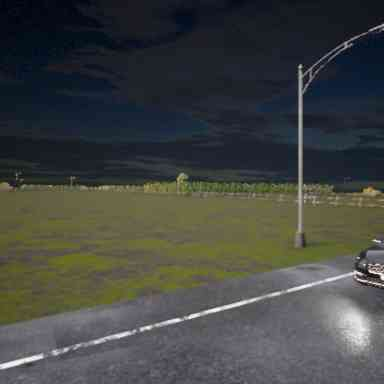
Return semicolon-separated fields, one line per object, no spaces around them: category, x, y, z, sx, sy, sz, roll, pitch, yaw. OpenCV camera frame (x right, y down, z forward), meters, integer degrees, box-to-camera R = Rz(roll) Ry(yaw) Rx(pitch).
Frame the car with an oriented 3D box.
car;5.953;1.515;8.238;4.892;1.490;1.837;0;0;-36
